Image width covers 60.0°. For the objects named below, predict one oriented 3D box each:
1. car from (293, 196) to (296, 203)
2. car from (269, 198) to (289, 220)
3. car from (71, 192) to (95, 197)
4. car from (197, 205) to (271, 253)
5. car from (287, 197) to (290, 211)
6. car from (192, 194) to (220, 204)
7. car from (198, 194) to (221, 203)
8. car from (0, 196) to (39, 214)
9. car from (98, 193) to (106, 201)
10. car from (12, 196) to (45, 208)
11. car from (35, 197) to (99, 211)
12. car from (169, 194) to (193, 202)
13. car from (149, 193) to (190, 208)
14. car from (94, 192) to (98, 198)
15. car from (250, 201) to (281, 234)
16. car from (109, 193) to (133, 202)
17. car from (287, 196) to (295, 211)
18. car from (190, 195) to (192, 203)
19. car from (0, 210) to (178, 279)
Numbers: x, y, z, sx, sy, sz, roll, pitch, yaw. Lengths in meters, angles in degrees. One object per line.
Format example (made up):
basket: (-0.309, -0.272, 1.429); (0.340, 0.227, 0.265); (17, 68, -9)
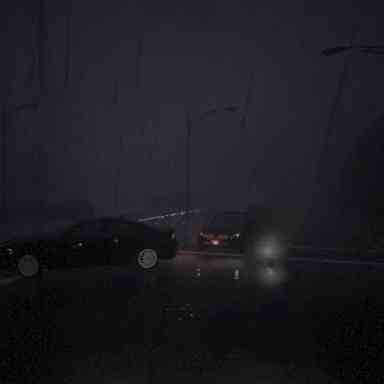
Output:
car: (19.698, 1.477, 66.214); (1.837, 1.490, 4.892); (0, 0, 19)
car: (5.838, 1.474, 24.975); (2.128, 1.511, 4.902); (0, 0, 19)
car: (-18.529, 1.248, 53.732); (4.514, 1.523, 2.007); (0, 0, 18)
car: (1.794, 1.514, 13.916); (1.812, 1.442, 4.674); (0, 0, 24)
car: (7.709, 1.486, 30.541); (1.837, 1.490, 4.892); (0, 0, 19)
car: (1.591, 1.124, 56.802); (5.027, 1.636, 2.152); (0, 0, 18)
car: (3.328, 1.201, 62.988); (3.806, 1.475, 1.970); (0, 0, 18)
car: (-15.152, 1.355, 29.404); (3.806, 1.475, 1.970); (0, 0, 18)
car: (-20.299, 1.013, 70.935); (3.866, 1.878, 1.905); (0, 0, 18)
car: (-21.752, 1.273, 44.273); (3.633, 1.501, 1.845); (0, 0, 18)
car: (-9.067, 1.355, 24.216); (3.633, 1.501, 1.845); (0, 0, 18)
car: (-2.187, 1.256, 68.705); (4.514, 1.523, 2.007); (0, 0, 18)
car: (-3.018, 1.073, 41.788); (4.605, 1.855, 1.932); (0, 0, 18)
car: (-21.937, 1.297, 67.978); (3.806, 1.475, 1.970); (0, 0, 18)
car: (3.934, 1.489, 19.327); (1.837, 1.490, 4.892); (0, 0, 19)
car: (-13.887, 1.045, 65.314); (4.605, 1.855, 1.932); (0, 0, 18)
car: (11.176, 1.542, 40.849); (1.994, 1.385, 4.181); (0, 0, 19)
car: (-2.484, 1.052, 44.674); (3.866, 1.878, 1.905); (0, 0, 18)
car: (-2.920, 1.475, 9.917); (5.008, 1.535, 1.882); (0, 0, -19)
